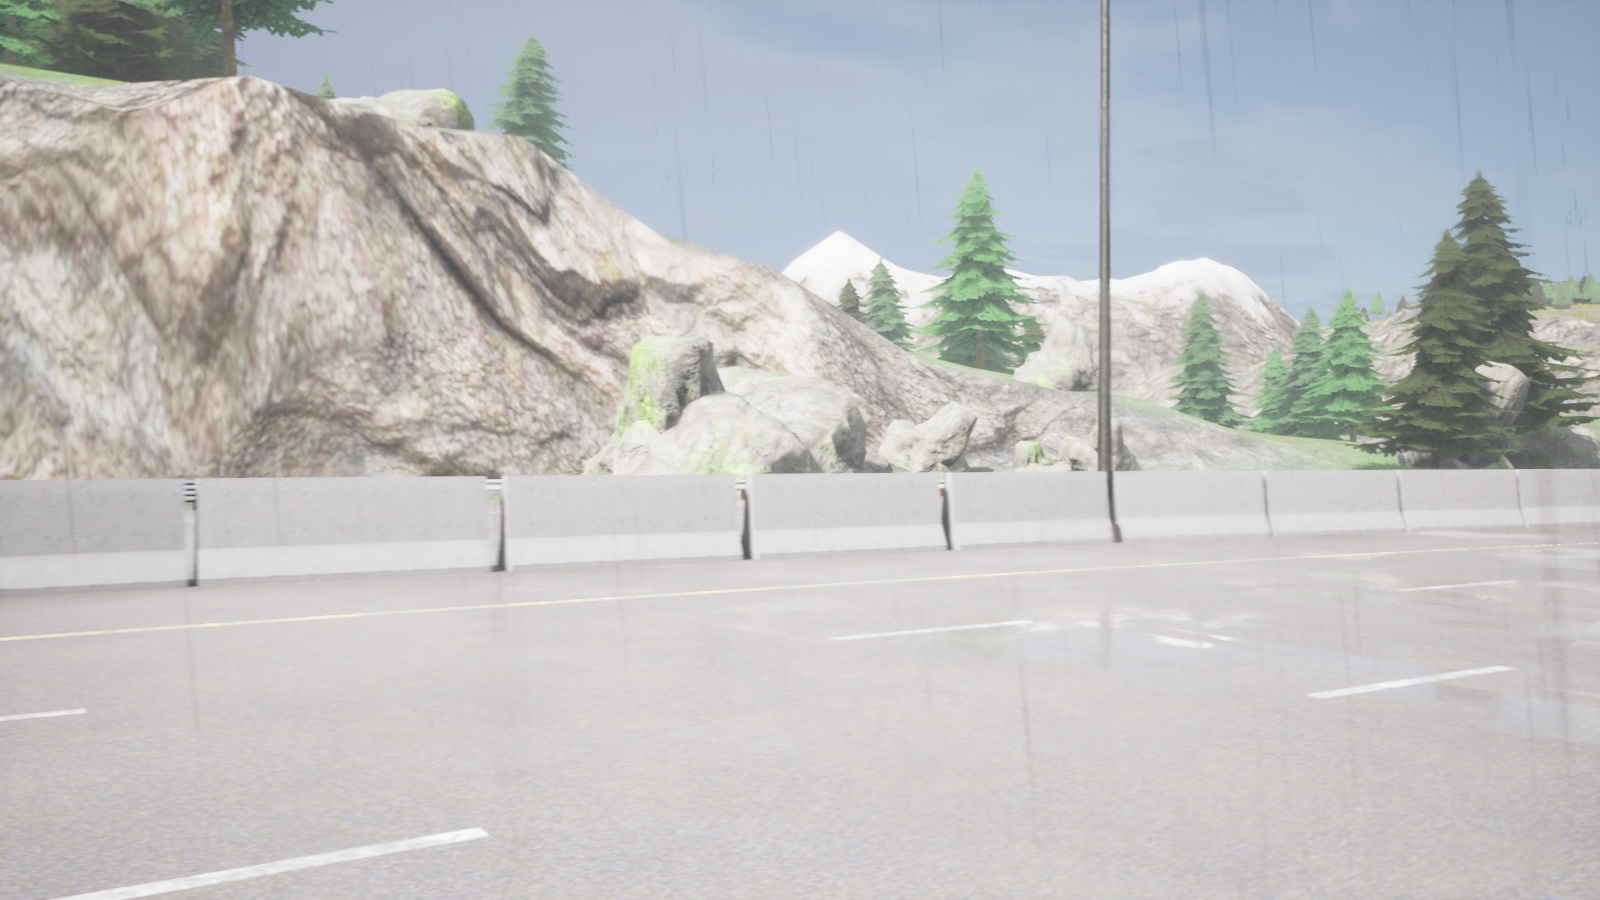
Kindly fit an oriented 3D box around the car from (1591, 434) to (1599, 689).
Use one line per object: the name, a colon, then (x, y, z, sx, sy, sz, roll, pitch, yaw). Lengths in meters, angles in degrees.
car: (7.701, 0.687, 8.348, 5.366, 1.575, 1.801, 0, 0, -30)
